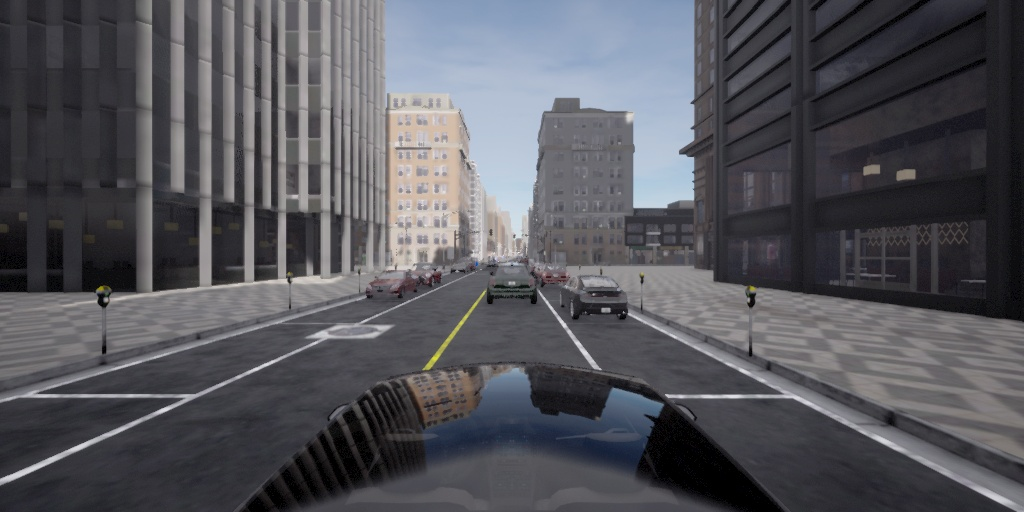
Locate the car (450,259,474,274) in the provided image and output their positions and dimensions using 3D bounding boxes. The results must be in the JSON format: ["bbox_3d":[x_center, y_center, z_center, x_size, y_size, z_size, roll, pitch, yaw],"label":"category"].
[{"bbox_3d":[-5.858,1.281,40.576,1.948,1.339,4.313,0,0,0],"label":"car"}]

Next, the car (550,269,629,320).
[{"bbox_3d":[2.667,1.296,12.354,2.007,1.370,4.403,0,0,0],"label":"car"}]

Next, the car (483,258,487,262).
[{"bbox_3d":[-3.000,1.348,55.468,1.895,1.301,4.718,0,0,0],"label":"car"}]

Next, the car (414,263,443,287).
[{"bbox_3d":[-5.858,1.174,23.657,1.967,1.591,4.097,0,0,0],"label":"car"}]

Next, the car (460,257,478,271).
[{"bbox_3d":[-5.858,1.023,46.217,2.192,1.841,5.009,0,0,0],"label":"car"}]

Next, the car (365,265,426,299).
[{"bbox_3d":[-5.858,1.322,18.016,1.802,1.307,4.207,0,0,0],"label":"car"}]

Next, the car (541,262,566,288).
[{"bbox_3d":[2.667,1.175,23.632,1.967,1.591,4.097,0,0,0],"label":"car"}]

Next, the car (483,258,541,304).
[{"bbox_3d":[0.000,1.109,16.470,2.097,1.767,4.553,0,0,0],"label":"car"}]
